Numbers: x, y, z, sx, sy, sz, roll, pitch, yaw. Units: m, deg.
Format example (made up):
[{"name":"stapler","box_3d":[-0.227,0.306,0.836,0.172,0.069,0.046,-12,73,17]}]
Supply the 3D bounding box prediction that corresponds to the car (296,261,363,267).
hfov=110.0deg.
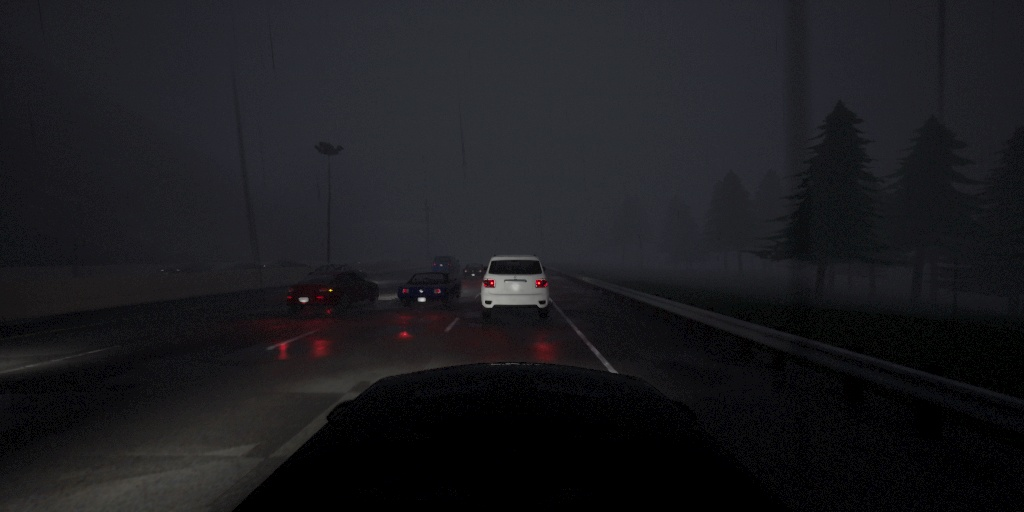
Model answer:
[{"name":"car","box_3d":[-10.399,1.255,21.738,2.128,1.511,4.902,0,0,0]}]

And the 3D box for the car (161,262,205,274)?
[{"name":"car","box_3d":[-31.589,1.298,35.179,1.812,1.442,4.674,0,0,0]}]

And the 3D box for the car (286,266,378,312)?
[{"name":"car","box_3d":[-6.899,1.284,14.191,1.812,1.442,4.674,0,0,0]}]

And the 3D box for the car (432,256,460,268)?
[{"name":"car","box_3d":[-6.899,0.996,37.706,2.150,2.045,5.566,0,0,0]}]

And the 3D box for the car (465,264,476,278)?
[{"name":"car","box_3d":[-3.401,1.373,33.668,1.895,1.301,4.718,0,0,0]}]

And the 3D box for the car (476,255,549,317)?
[{"name":"car","box_3d":[0.100,0.979,13.246,2.150,2.045,5.566,0,0,0]}]

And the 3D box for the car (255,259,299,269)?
[{"name":"car","box_3d":[-21.093,1.264,33.602,2.128,1.511,4.902,0,0,0]}]

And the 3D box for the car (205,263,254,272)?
[{"name":"car","box_3d":[-24.597,1.319,32.841,2.033,1.411,5.357,0,0,0]}]

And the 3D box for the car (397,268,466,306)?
[{"name":"car","box_3d":[-3.400,1.361,15.773,1.895,1.301,4.718,0,0,0]}]
